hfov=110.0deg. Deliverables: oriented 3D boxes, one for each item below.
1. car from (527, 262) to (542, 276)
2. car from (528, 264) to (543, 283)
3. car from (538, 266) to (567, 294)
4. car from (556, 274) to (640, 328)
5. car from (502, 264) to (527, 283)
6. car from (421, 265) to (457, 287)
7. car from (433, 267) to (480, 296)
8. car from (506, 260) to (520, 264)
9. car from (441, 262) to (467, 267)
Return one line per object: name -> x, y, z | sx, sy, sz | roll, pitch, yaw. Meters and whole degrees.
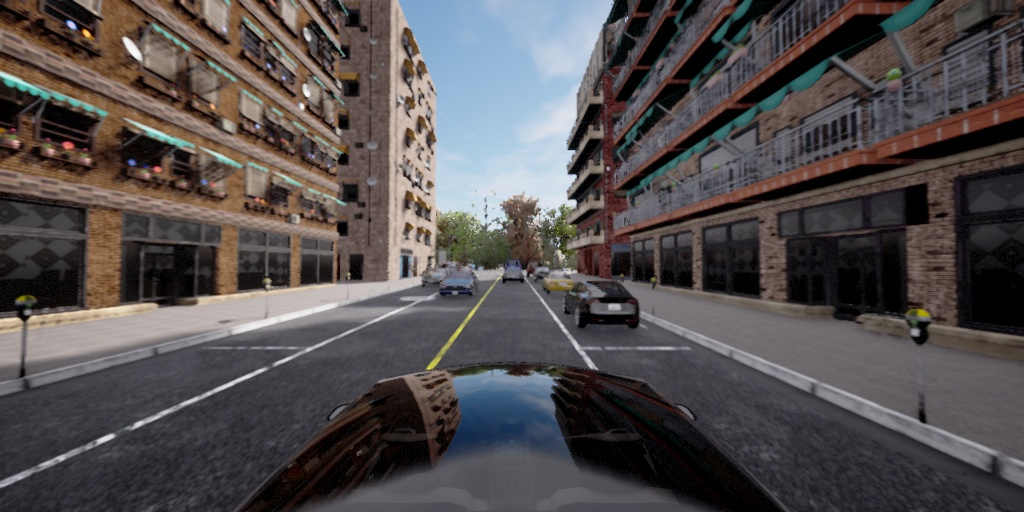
car -> 2.836, 1.628, 44.533 | 2.192, 1.841, 5.009 | 0, 0, 0
car -> 2.834, 1.717, 33.398 | 2.007, 1.370, 4.403 | 0, 0, 0
car -> 2.832, 1.545, 22.433 | 1.751, 1.417, 4.829 | 0, 0, 0
car -> 2.764, 1.447, 11.769 | 1.948, 1.339, 4.313 | 0, 0, 0
car -> 0.102, 1.728, 33.211 | 1.994, 1.385, 4.181 | 0, -1, 0
car -> -5.815, 1.643, 27.865 | 2.007, 1.370, 4.403 | 0, 0, 0
car -> -2.997, 1.600, 21.509 | 2.033, 1.411, 5.357 | 0, -1, 0
car -> 0.108, 1.569, 47.023 | 2.150, 2.045, 5.566 | 0, -1, 0
car -> -5.814, 1.481, 33.432 | 2.192, 1.841, 5.009 | 0, 0, 0
